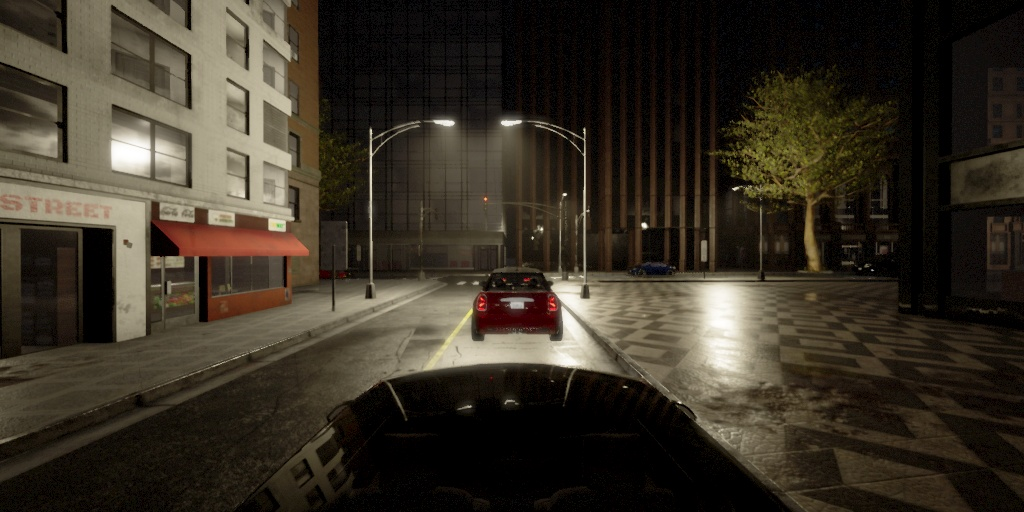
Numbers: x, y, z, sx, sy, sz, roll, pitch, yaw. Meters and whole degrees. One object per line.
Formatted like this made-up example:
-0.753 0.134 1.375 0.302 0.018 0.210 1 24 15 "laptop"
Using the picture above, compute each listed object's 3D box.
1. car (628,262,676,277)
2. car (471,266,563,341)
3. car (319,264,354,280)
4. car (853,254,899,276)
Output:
13.153 1.248 33.843 4.181 1.385 1.994 0 0 0 "car"
0.123 1.100 9.982 2.097 1.767 4.553 0 0 0 "car"
-15.939 1.373 30.802 4.181 1.385 1.994 0 0 0 "car"
35.491 0.846 33.706 5.566 2.045 2.150 0 0 0 "car"
